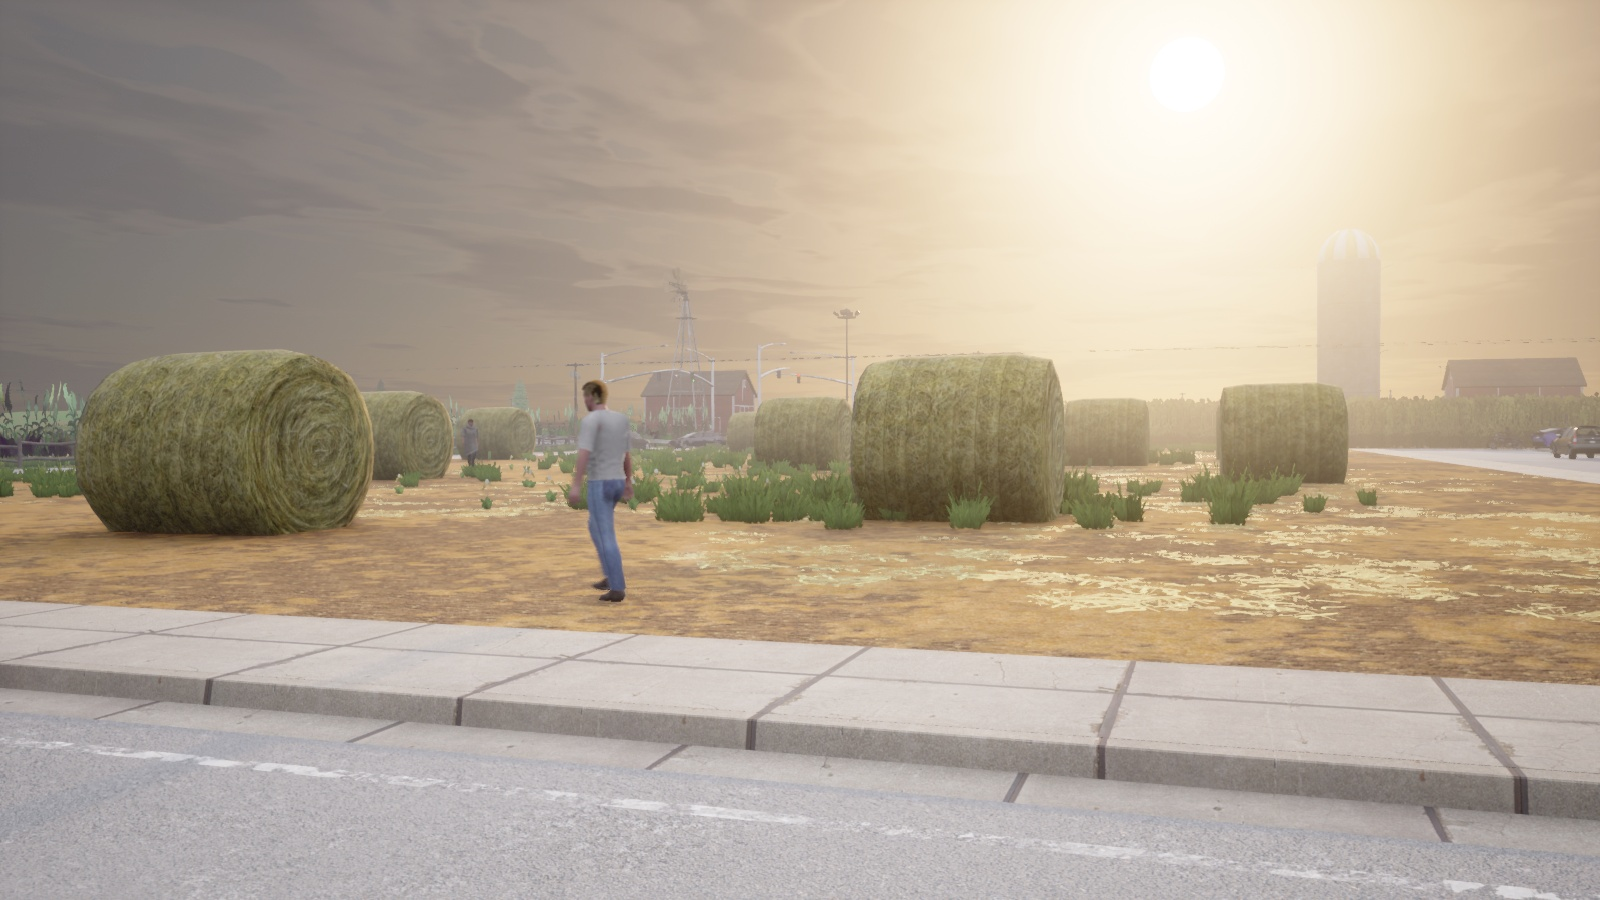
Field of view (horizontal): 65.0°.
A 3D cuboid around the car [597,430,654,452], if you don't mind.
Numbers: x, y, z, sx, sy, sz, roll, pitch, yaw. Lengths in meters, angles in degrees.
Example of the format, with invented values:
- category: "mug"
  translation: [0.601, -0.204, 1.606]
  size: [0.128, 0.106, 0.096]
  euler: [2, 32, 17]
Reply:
- category: "car"
  translation: [-12.362, -0.680, 89.347]
  size: [1.837, 1.490, 4.892]
  euler: [1, 1, 21]

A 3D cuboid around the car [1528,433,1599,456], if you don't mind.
- category: "car"
  translation: [51.554, -0.383, 84.059]
  size: [4.514, 1.525, 2.007]
  euler: [0, 1, 0]

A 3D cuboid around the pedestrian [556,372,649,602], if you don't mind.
- category: "pedestrian"
  translation: [-1.633, 0.291, 10.371]
  size: [0.706, 1.836, 0.354]
  euler: [1, 1, 36]

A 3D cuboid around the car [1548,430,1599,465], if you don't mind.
- category: "car"
  translation: [37.908, -0.136, 61.001]
  size: [1.851, 1.617, 3.988]
  euler: [1, 1, 18]

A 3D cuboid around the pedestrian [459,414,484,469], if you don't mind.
- category: "pedestrian"
  translation: [-11.848, -0.321, 45.282]
  size: [0.659, 1.952, 0.873]
  euler: [0, 1, -28]
